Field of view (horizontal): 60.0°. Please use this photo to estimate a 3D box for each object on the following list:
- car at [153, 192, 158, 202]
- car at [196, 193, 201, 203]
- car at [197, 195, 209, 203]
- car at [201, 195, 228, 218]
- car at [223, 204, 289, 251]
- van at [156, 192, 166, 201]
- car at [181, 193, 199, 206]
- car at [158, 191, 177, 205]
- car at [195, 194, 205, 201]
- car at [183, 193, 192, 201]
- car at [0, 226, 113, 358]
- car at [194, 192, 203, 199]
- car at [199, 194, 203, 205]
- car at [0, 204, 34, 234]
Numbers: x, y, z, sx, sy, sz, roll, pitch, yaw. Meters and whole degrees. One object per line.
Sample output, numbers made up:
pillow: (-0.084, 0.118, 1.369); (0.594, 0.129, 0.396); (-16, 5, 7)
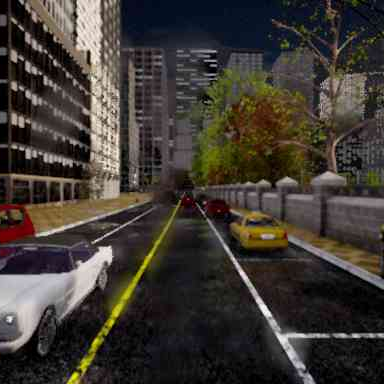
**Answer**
car: (-6.280, 0.855, 63.149); (2.192, 1.841, 5.009); (0, 0, -1)
car: (2.028, 1.230, 46.540); (1.947, 1.339, 4.313); (0, 0, -1)
car: (1.839, 1.147, 57.638); (1.947, 1.339, 4.313); (0, 0, -1)
car: (2.013, 1.280, 27.808); (1.882, 1.535, 5.008); (0, 0, -1)
car: (2.508, 1.431, 13.422); (1.752, 1.417, 4.829); (0, 0, 0)
van: (-6.374, 0.838, 68.690); (1.690, 1.788, 3.998); (0, 0, -1)
car: (-0.525, 1.008, 47.598); (2.097, 1.767, 4.553); (0, 0, -1)
car: (-3.417, 0.865, 49.877); (2.150, 2.045, 5.566); (0, 0, -1)
car: (1.651, 1.079, 68.736); (1.802, 1.307, 4.206); (0, 0, -1)
car: (-0.899, 0.989, 68.034); (1.837, 1.490, 4.892); (0, 0, -1)
car: (-2.869, 1.558, 6.034); (1.895, 1.301, 4.718); (0, 0, 0)
car: (1.463, 0.850, 79.833); (1.967, 1.590, 4.097); (0, 0, -1)
car: (2.122, 1.287, 40.992); (1.802, 1.307, 4.206); (0, 0, -1)
car: (-5.481, 1.261, 7.712); (2.192, 1.841, 5.009); (0, 0, 0)
